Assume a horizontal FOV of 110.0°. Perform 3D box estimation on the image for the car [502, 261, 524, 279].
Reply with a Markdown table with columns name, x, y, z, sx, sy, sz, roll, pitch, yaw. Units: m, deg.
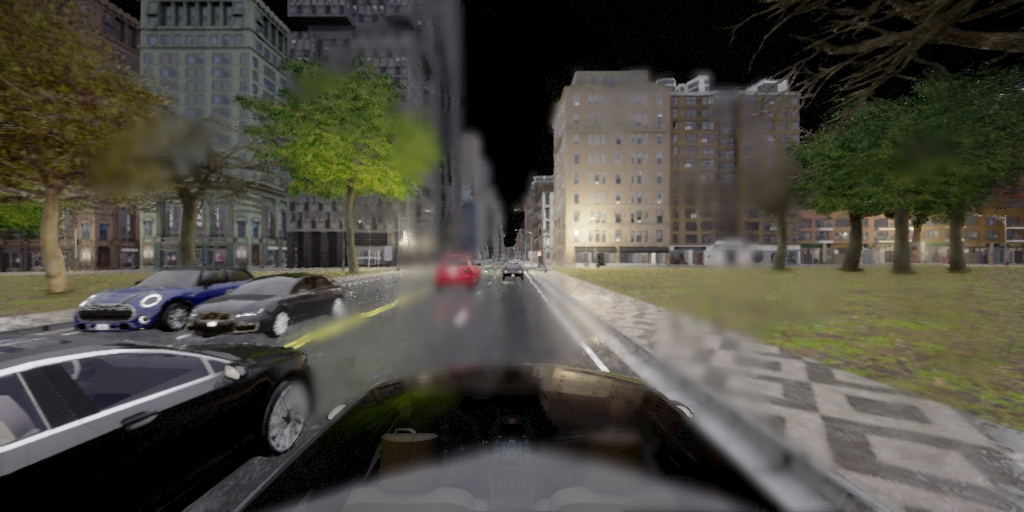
| name | x | y | z | sx | sy | sz | roll | pitch | yaw |
| --- | --- | --- | --- | --- | --- | --- | --- | --- | --- |
| car | 0.087 | 1.376 | 32.524 | 1.895 | 1.301 | 4.718 | 0 | 0 | 0 |

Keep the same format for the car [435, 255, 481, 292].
| name | x | y | z | sx | sy | sz | roll | pitch | yaw |
| --- | --- | --- | --- | --- | --- | --- | --- | --- | --- |
| car | -3.159 | 0.982 | 21.784 | 2.150 | 2.045 | 5.566 | 0 | 0 | 0 |

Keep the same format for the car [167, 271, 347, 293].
| name | x | y | z | sx | sy | sz | roll | pitch | yaw |
| --- | --- | --- | --- | --- | --- | --- | --- | --- | --- |
| car | -6.530 | 1.259 | 10.272 | 1.837 | 1.490 | 4.892 | 0 | -1 | 1 |

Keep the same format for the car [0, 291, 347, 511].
| name | x | y | z | sx | sy | sz | roll | pitch | yaw |
| --- | --- | --- | --- | --- | --- | --- | --- | --- | --- |
| car | -3.151 | 1.241 | 2.159 | 2.128 | 1.511 | 4.902 | 0 | 0 | 0 |

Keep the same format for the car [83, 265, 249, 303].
| name | x | y | z | sx | sy | sz | roll | pitch | yaw |
| --- | --- | --- | --- | --- | --- | --- | --- | --- | --- |
| car | -9.775 | 1.103 | 10.824 | 2.097 | 1.767 | 4.553 | 0 | 0 | 0 |
